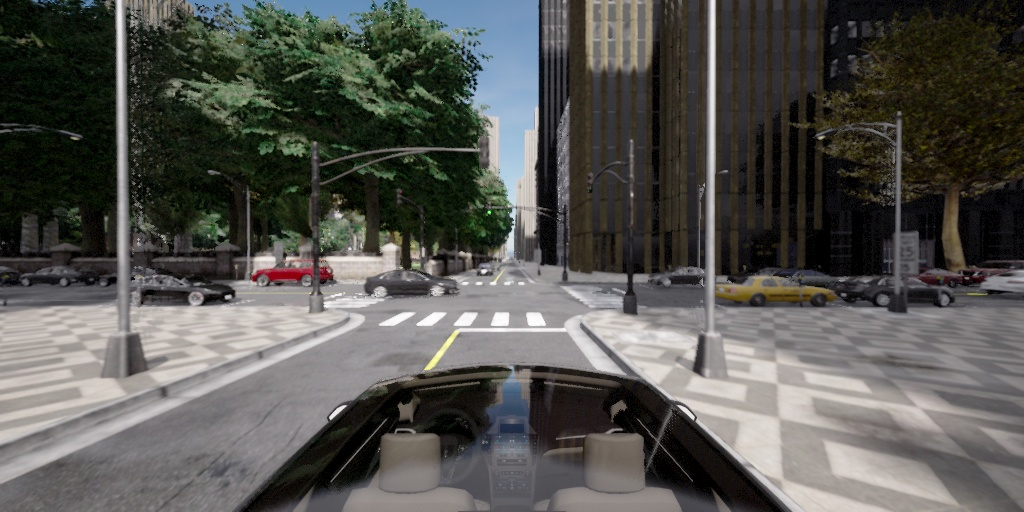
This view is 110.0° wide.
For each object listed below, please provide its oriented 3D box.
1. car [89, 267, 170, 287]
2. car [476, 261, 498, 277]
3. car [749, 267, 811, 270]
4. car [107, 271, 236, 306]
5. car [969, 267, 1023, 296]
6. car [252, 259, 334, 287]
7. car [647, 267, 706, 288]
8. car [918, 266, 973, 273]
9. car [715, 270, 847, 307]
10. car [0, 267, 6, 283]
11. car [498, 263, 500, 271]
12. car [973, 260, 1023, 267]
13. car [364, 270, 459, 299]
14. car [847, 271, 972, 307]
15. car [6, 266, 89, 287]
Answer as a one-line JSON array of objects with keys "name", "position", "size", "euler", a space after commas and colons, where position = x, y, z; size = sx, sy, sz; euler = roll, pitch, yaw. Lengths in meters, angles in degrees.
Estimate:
[{"name": "car", "position": [-25.940, 1.406, 24.897], "size": [4.313, 1.339, 1.948], "euler": [0, 0, 0]}, {"name": "car", "position": [-3.089, 1.578, 41.899], "size": [2.128, 1.511, 4.902], "euler": [0, -1, 0]}, {"name": "car", "position": [17.463, 1.464, 21.990], "size": [4.181, 1.385, 1.994], "euler": [0, 1, 0]}, {"name": "car", "position": [-15.066, 1.502, 16.313], "size": [4.313, 1.339, 1.948], "euler": [0, 0, 0]}, {"name": "car", "position": [27.676, 1.473, 18.833], "size": [4.674, 1.442, 1.812], "euler": [0, 1, 0]}, {"name": "car", "position": [-15.028, 1.156, 24.838], "size": [5.009, 1.841, 2.192], "euler": [0, 0, 0]}, {"name": "car", "position": [11.636, 1.414, 24.692], "size": [4.403, 1.370, 2.007], "euler": [0, 0, 0]}, {"name": "car", "position": [28.175, 1.466, 24.601], "size": [4.207, 1.307, 1.802], "euler": [0, 0, 0]}, {"name": "car", "position": [11.768, 1.483, 16.166], "size": [4.829, 1.417, 1.751], "euler": [0, 0, 0]}, {"name": "car", "position": [-36.854, 1.389, 24.957], "size": [4.403, 1.370, 2.007], "euler": [0, 0, 0]}, {"name": "car", "position": [-3.058, 1.604, 58.712], "size": [2.097, 1.767, 4.553], "euler": [0, -1, 0]}, {"name": "car", "position": [33.688, 1.206, 24.571], "size": [5.009, 1.841, 2.192], "euler": [0, 0, 0]}, {"name": "car", "position": [-5.268, 1.471, 19.020], "size": [4.892, 1.490, 1.837], "euler": [-1, 0, 0]}, {"name": "car", "position": [17.111, 1.515, 16.137], "size": [4.403, 1.370, 2.007], "euler": [0, 0, 0]}, {"name": "car", "position": [-31.397, 1.390, 24.927], "size": [4.403, 1.370, 2.007], "euler": [0, 0, 0]}]
